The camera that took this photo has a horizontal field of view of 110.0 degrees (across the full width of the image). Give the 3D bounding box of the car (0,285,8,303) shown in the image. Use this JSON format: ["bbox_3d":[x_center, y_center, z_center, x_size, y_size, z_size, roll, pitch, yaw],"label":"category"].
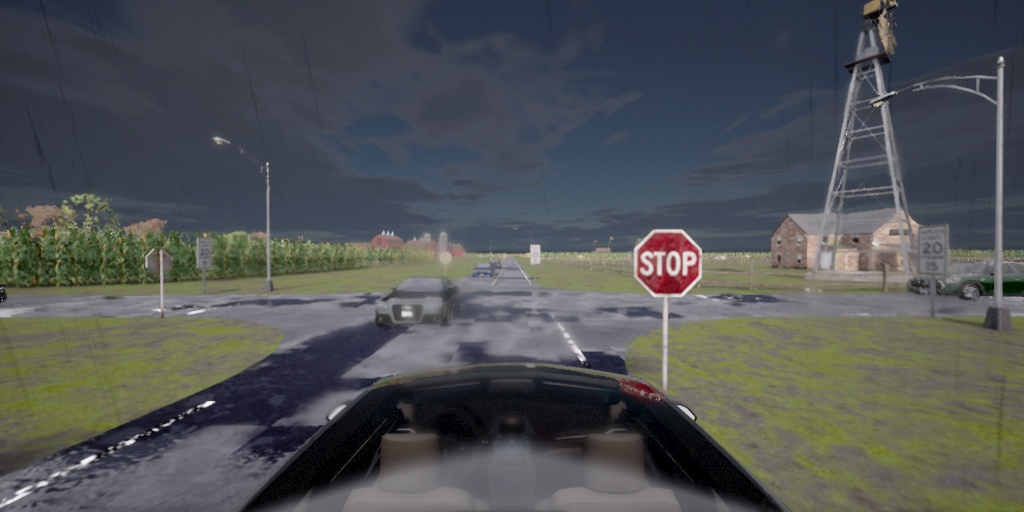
[{"bbox_3d":[-23.070,1.362,14.069,4.902,1.511,2.128,0,1,0],"label":"car"}]

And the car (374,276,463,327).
[{"bbox_3d":[-2.749,1.338,11.411,1.994,1.385,4.181,0,0,0],"label":"car"}]

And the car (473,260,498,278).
[{"bbox_3d":[-2.748,1.353,35.281,2.033,1.411,5.357,0,0,0],"label":"car"}]

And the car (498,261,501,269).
[{"bbox_3d":[-2.744,1.357,57.512,1.994,1.385,4.181,0,0,0],"label":"car"}]

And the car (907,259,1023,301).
[{"bbox_3d":[21.026,1.033,16.260,4.553,1.767,2.097,0,1,2],"label":"car"}]
